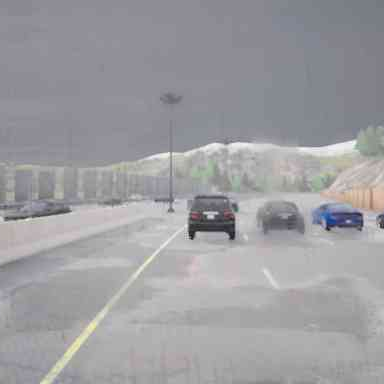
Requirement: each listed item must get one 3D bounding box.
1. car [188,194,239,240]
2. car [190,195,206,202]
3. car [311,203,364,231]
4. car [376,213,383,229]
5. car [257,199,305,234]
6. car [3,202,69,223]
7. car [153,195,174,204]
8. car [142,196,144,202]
[{"bbox_3d":[1.068,1.130,16.790,2.150,2.045,5.566,0,0,6],"label":"car"},{"bbox_3d":[1.200,1.244,64.152,1.895,1.301,4.718,0,0,19],"label":"car"},{"bbox_3d":[8.482,1.387,19.839,1.882,1.535,5.008,0,0,7],"label":"car"},{"bbox_3d":[11.808,1.492,18.126,1.994,1.385,4.181,0,0,7],"label":"car"},{"bbox_3d":[4.827,1.260,18.586,2.097,1.767,4.553,0,0,6],"label":"car"},{"bbox_3d":[-9.292,1.340,20.352,1.882,1.535,5.008,0,0,7],"label":"car"},{"bbox_3d":[-4.792,1.215,57.194,2.033,1.411,5.357,0,0,18],"label":"car"},{"bbox_3d":[-10.517,1.150,62.097,1.812,1.442,4.674,0,1,18],"label":"car"}]
